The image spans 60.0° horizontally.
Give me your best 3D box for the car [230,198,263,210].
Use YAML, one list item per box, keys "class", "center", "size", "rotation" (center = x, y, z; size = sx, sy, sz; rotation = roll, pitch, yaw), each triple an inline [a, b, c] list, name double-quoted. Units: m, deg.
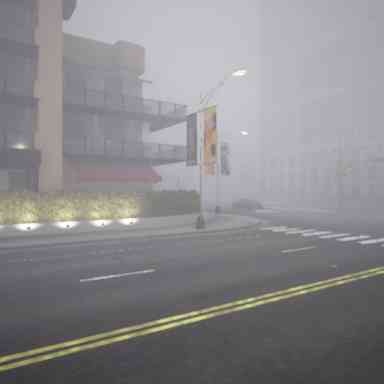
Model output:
- class: "car"
  center: [6.507, 1.427, 39.698]
  size: [1.994, 1.385, 4.181]
  rotation: [0, 0, -33]
